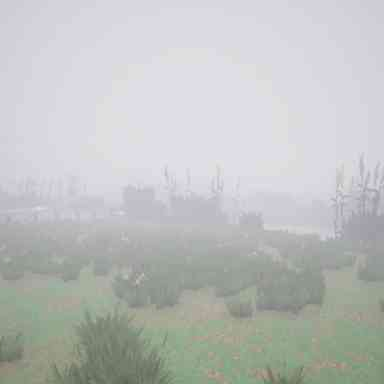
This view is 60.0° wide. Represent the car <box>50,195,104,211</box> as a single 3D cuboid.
[{"bbox_3d":[-10.407,1.105,30.325,1.837,1.490,4.892,0,3,41],"label":"car"}]

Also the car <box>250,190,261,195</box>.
[{"bbox_3d":[10.286,0.763,47.464,2.150,2.045,5.566,0,-2,44],"label":"car"}]
